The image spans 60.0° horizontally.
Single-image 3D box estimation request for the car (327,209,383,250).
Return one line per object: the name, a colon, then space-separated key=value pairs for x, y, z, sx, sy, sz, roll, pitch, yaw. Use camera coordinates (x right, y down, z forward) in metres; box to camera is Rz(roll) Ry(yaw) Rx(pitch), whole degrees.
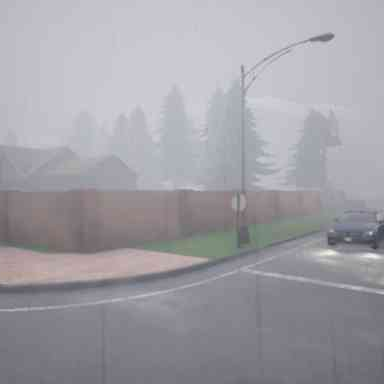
car: x=7.372 y=1.516 z=14.553 sx=1.812 sy=1.442 sz=4.674 roll=-1 pitch=0 yaw=38
